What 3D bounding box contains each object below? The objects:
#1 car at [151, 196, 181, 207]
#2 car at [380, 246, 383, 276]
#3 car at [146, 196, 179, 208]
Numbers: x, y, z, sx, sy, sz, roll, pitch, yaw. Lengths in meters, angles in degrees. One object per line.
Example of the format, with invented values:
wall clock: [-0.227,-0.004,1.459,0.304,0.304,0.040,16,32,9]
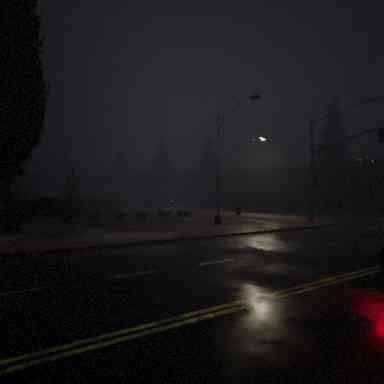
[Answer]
car: [-4.298,1.518,54.798,4.553,1.767,2.097,0,0,31]
car: [6.749,1.565,8.606,4.892,1.490,1.837,1,0,-35]
car: [-4.869,1.655,51.059,4.892,1.490,1.837,0,-1,33]
